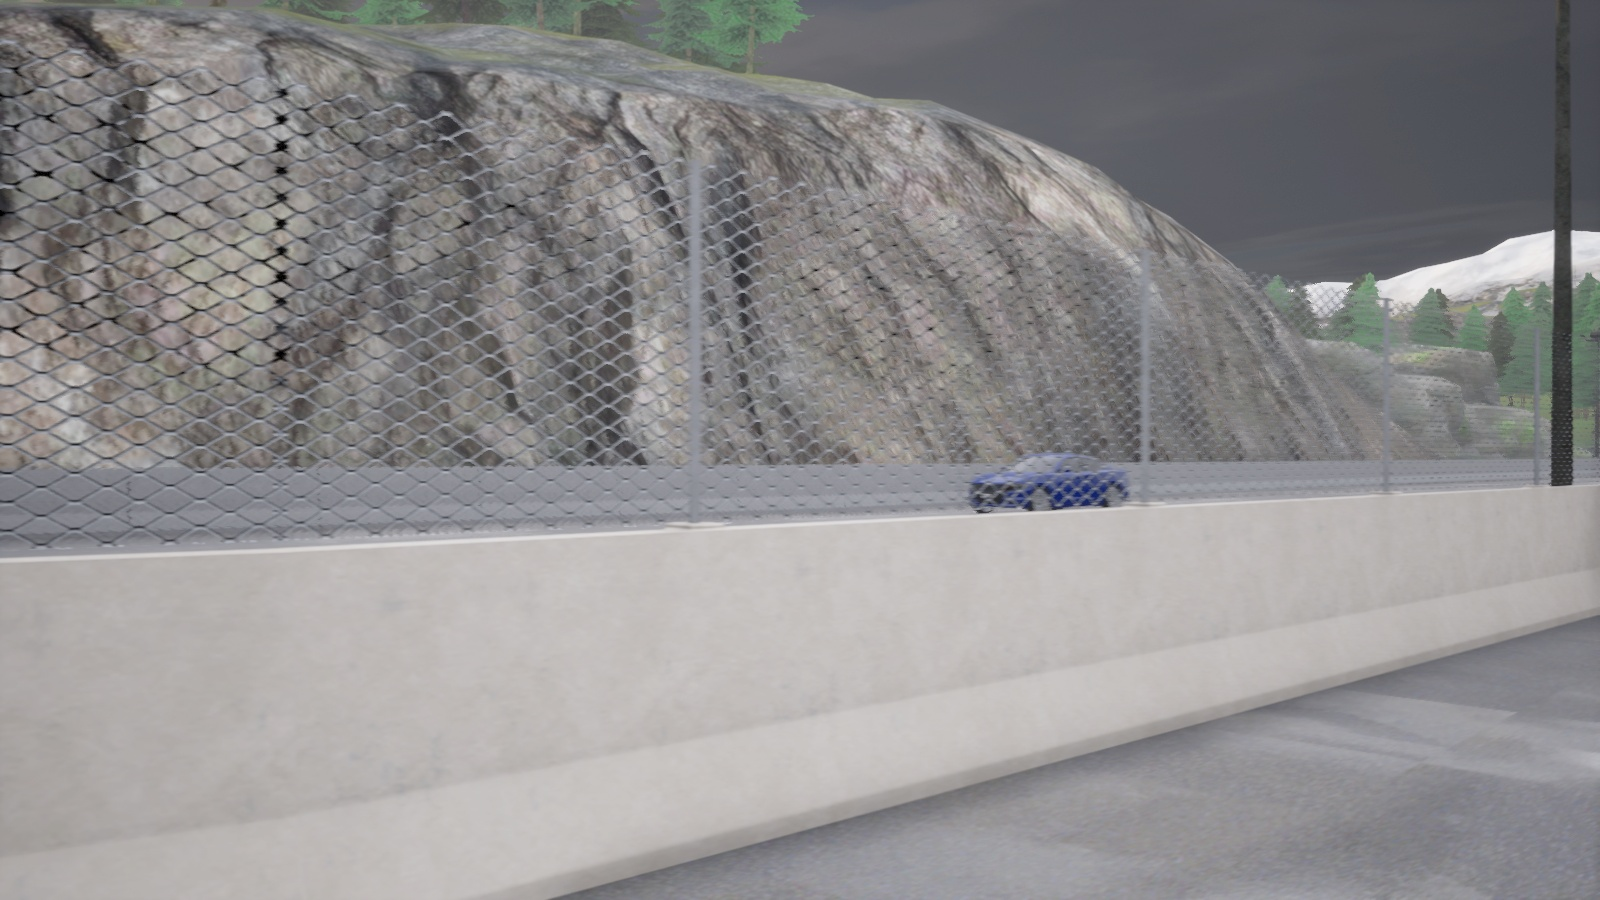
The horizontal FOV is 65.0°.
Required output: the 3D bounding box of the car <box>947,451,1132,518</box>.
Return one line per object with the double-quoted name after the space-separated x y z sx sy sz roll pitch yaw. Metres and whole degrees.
6.009 0.787 31.085 5.008 1.535 1.882 0 0 -43 "car"
